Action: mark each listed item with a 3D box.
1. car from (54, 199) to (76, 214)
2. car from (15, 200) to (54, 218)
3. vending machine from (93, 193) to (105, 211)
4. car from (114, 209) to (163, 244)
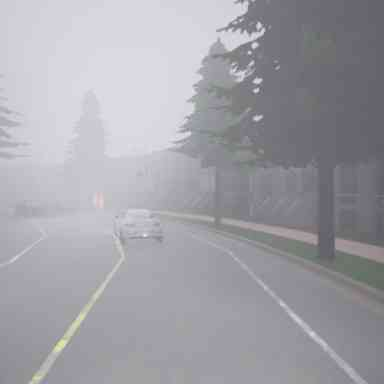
[{"bbox_3d":[-13.787,1.474,34.703,2.128,1.511,4.902,0,0,-42],"label":"car"},{"bbox_3d":[-14.484,1.467,29.975,1.882,1.535,5.008,0,0,-41],"label":"car"},{"bbox_3d":[-11.173,1.166,39.918,0.880,2.100,1.100,0,0,45],"label":"vending machine"},{"bbox_3d":[-2.617,1.510,15.816,1.812,1.442,4.674,0,0,-17],"label":"car"}]
